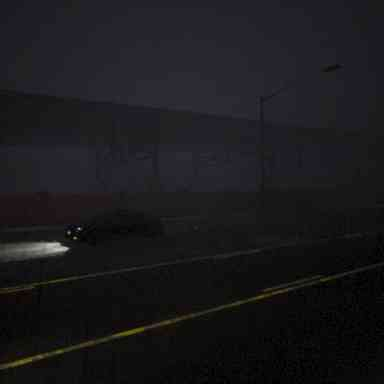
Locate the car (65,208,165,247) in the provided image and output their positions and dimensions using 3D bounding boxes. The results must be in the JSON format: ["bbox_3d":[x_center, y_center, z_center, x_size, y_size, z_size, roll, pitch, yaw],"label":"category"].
[{"bbox_3d":[-3.275,1.423,14.460,4.181,1.385,1.994,-1,1,-35],"label":"car"}]
